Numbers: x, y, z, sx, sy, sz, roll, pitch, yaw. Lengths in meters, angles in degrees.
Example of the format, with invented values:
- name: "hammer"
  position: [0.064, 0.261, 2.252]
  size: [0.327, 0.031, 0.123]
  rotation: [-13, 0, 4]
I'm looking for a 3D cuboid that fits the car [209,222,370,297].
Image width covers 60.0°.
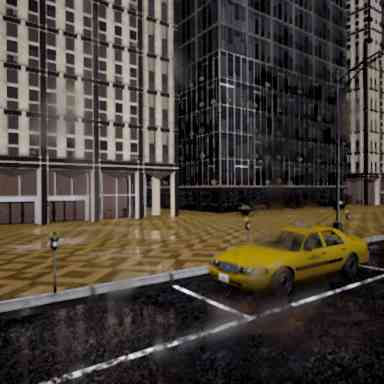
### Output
- name: "car"
  position: [2.634, 1.467, 8.420]
  size: [4.829, 1.417, 1.752]
  rotation: [-1, 0, -35]
